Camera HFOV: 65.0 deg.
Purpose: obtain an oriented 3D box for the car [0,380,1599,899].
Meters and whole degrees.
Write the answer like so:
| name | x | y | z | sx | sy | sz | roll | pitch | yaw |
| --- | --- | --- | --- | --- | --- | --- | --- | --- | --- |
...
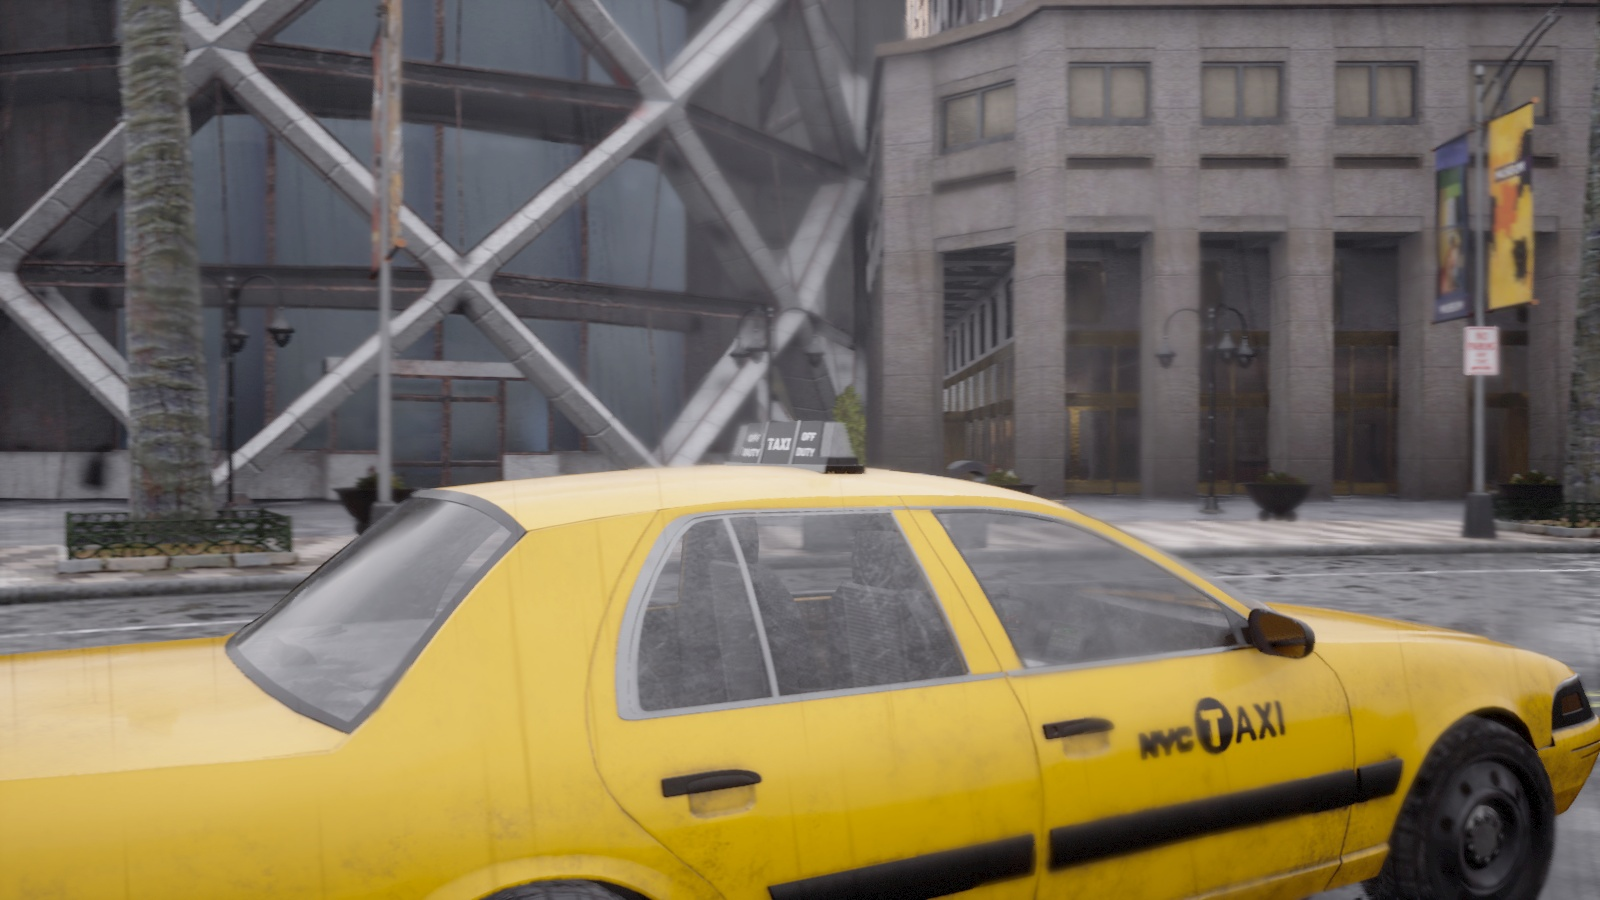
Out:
| name | x | y | z | sx | sy | sz | roll | pitch | yaw |
| --- | --- | --- | --- | --- | --- | --- | --- | --- | --- |
| car | 0.062 | 0.688 | 3.564 | 5.366 | 1.575 | 1.801 | 0 | 0 | -31 |
